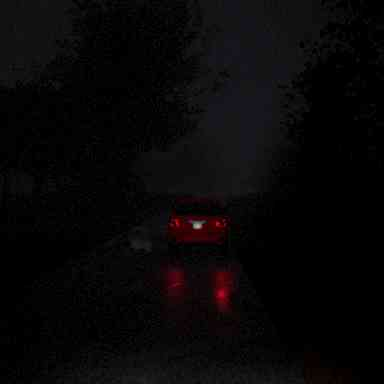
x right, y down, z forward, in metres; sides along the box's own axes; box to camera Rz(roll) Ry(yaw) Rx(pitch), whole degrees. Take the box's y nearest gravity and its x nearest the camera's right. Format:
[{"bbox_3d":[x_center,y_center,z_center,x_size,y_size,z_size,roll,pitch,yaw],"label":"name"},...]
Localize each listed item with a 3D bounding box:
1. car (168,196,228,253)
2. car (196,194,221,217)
[{"bbox_3d":[0.319,1.193,13.841,2.150,2.045,5.566,0,1,3],"label":"car"},{"bbox_3d":[1.529,1.089,29.152,1.882,1.535,5.008,0,2,6],"label":"car"}]
